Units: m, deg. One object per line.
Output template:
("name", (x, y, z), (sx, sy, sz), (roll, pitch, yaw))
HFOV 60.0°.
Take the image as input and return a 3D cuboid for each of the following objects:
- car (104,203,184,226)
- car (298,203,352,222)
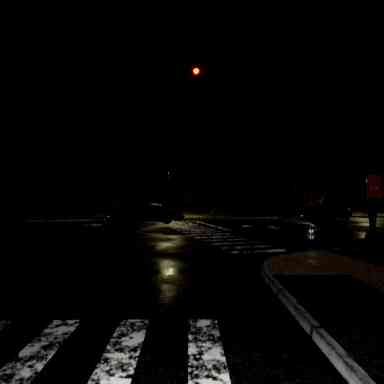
("car", (-3.244, 1.496, 22.928), (5.357, 1.411, 2.033), (1, 0, -20))
("car", (11.225, 1.697, 27.931), (4.674, 1.442, 1.812), (1, 0, -18))
